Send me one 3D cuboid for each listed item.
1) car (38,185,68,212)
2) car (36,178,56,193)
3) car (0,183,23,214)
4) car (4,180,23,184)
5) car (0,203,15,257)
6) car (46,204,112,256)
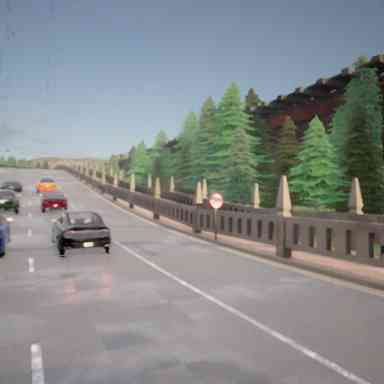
[{"bbox_3d":[-11.373,0.636,27.436,1.882,1.535,5.008,0,5,-25],"label":"car"},{"bbox_3d":[-17.085,-0.903,39.102,2.097,1.767,4.553,0,6,-26],"label":"car"},{"bbox_3d":[-14.199,0.555,25.230,2.097,1.767,4.553,0,5,-26],"label":"car"},{"bbox_3d":[-20.306,-0.728,37.719,1.994,1.385,4.181,0,6,-26],"label":"car"},{"bbox_3d":[-8.032,1.466,12.643,1.882,1.535,5.008,0,2,-26],"label":"car"},{"bbox_3d":[-4.569,1.519,13.512,2.128,1.511,4.902,0,1,-26],"label":"car"}]
